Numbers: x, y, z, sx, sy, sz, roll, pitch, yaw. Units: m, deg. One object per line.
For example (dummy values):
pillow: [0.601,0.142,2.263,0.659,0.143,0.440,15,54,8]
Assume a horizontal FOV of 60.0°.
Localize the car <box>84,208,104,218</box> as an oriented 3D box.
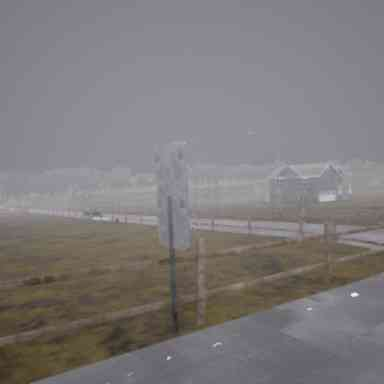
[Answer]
car: [-15.447,3.255,52.118,1.895,1.301,4.718,-3,0,-35]
